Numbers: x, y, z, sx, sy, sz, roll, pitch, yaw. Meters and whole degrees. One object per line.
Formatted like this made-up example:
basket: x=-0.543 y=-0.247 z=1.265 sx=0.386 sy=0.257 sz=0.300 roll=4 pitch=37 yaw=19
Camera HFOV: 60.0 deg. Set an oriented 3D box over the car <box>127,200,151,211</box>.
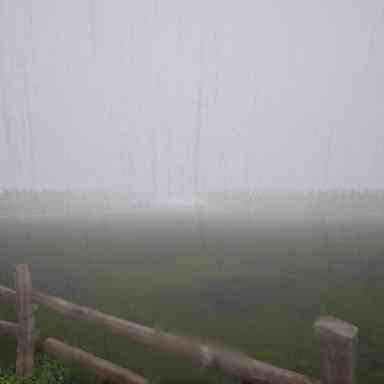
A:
car: x=-10.645 y=2.649 z=67.529 sx=2.150 sy=2.045 sz=5.566 roll=-2 pitch=-2 yaw=36
